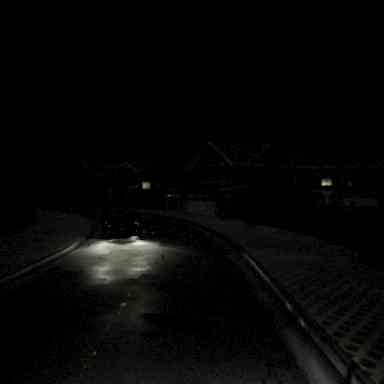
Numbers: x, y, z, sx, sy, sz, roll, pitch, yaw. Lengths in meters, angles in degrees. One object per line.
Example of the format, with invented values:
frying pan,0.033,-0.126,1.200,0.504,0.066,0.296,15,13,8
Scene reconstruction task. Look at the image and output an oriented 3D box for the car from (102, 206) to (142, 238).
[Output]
car,-3.841,1.497,18.256,1.882,1.535,5.008,0,0,-12
